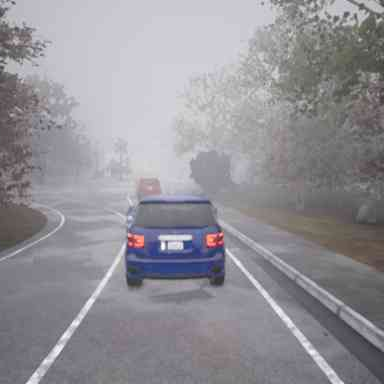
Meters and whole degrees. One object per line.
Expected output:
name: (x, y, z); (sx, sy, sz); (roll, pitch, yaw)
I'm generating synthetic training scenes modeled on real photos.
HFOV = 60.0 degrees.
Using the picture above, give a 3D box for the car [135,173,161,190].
car: (-4.226, -0.432, 32.083); (2.150, 2.045, 5.566); (-1, 5, -11)

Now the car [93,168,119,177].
car: (-19.232, -4.402, 74.401); (5.566, 2.045, 2.150); (0, 5, 1)

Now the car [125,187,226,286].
car: (-0.430, 1.028, 9.044); (2.150, 2.045, 5.566); (0, 2, -2)

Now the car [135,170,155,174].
car: (-10.673, -4.267, 75.159); (5.008, 1.535, 1.882); (3, 6, 28)
